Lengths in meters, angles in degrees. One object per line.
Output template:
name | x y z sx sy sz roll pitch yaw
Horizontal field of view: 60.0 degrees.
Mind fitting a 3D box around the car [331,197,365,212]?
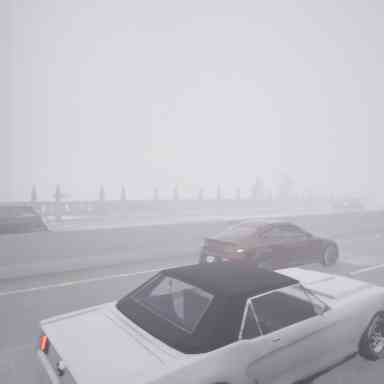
car | 18.120 1.393 38.593 4.553 1.767 2.097 0 0 -37

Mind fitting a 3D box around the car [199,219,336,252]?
car | 2.342 1.526 9.717 4.674 1.442 1.812 0 0 -35

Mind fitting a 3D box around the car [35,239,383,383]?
car | 0.716 1.601 4.257 4.718 1.301 1.895 0 0 -36

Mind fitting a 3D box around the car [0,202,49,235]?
car | -8.946 1.354 14.809 4.553 1.767 2.097 0 0 -36
